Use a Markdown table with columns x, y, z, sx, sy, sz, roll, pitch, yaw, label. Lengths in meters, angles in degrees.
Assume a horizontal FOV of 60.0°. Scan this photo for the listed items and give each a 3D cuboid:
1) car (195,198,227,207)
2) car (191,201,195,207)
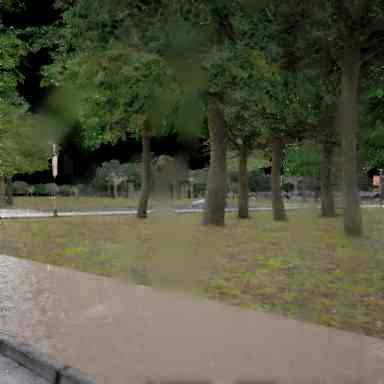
| x | y | z | sx | sy | sz | roll | pitch | yaw | label |
| --- | --- | --- | --- | --- | --- | --- | --- | --- | --- |
| 3.645 | 1.845 | 56.851 | 5.008 | 1.535 | 1.882 | 1 | 0 | -31 | car |
| 2.064 | 1.896 | 59.691 | 4.674 | 1.442 | 1.812 | 1 | 0 | -31 | car |
